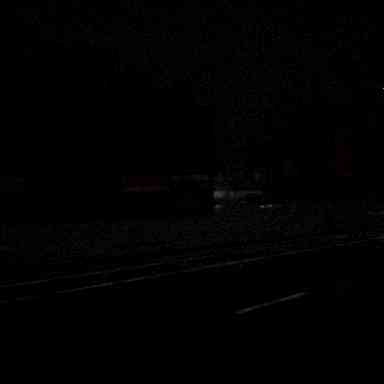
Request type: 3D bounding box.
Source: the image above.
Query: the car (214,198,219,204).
[{"bbox_3d":[2.589,1.346,55.914,1.812,1.442,4.674,-3,1,-35],"label":"car"}]

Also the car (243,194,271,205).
[{"bbox_3d":[9.943,1.064,51.086,2.097,1.767,4.553,-3,2,-35],"label":"car"}]
